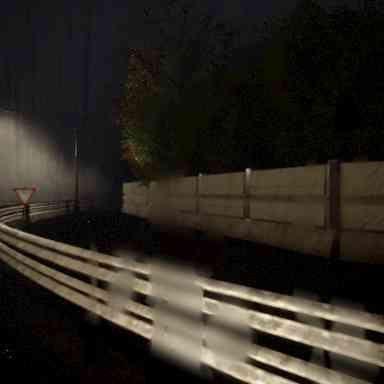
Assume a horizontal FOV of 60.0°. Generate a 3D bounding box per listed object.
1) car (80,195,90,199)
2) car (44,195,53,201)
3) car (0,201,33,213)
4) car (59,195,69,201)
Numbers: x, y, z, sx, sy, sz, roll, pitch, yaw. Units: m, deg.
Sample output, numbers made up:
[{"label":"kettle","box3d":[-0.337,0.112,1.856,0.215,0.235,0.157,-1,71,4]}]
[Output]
[{"label":"car","box3d":[-26.253,1.409,81.581,1.837,1.490,4.892,0,0,-10]},{"label":"car","box3d":[-34.412,1.475,79.761,1.895,1.301,4.718,0,0,-26]},{"label":"car","box3d":[-17.760,1.582,33.793,1.994,1.385,4.181,0,0,-6]},{"label":"car","box3d":[-31.176,1.417,81.098,1.812,1.442,4.674,0,0,-26]}]
